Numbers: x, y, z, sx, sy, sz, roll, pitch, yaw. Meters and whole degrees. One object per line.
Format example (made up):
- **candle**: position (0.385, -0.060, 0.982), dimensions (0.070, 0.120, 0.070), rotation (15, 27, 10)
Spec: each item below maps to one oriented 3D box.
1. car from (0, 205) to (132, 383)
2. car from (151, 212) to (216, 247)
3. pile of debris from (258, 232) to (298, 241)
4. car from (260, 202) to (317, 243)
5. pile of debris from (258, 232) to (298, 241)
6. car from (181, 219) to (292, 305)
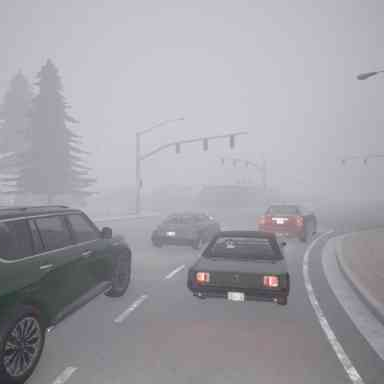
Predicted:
- **car**: position (-2.785, 1.222, 5.547), dimensions (2.150, 2.045, 5.566), rotation (0, 0, 8)
- **car**: position (-0.105, 1.545, 14.502), dimensions (1.994, 1.385, 4.181), rotation (0, 0, 20)
- **pile of debris**: position (4.208, 2.145, 16.173), dimensions (1.500, 0.140, 1.860), rotation (0, 0, 29)
- **car**: position (4.828, 1.320, 16.412), dimensions (2.097, 1.767, 4.553), rotation (0, 0, 27)
- **pile of debris**: position (4.208, 2.145, 16.173), dimensions (1.500, 0.140, 1.860), rotation (0, 0, 29)
- **car**: position (1.336, 1.588, 8.142), dimensions (1.895, 1.301, 4.718), rotation (0, 0, 14)
